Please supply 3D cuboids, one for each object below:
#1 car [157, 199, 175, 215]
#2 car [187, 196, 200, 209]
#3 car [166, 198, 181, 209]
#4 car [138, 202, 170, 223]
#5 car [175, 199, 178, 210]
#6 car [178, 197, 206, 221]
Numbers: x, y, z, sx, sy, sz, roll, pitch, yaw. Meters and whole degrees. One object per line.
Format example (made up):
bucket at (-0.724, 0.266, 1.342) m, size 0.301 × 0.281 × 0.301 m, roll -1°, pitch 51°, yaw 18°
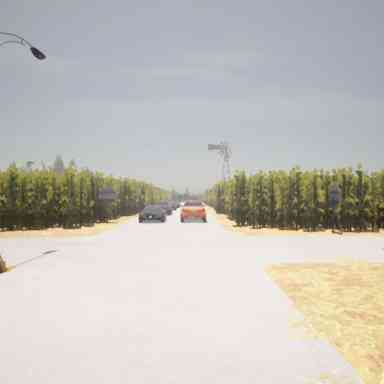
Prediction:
car at (-3.132, 1.706, 36.165) m, size 1.837 × 1.490 × 4.892 m, roll 0°, pitch 0°, yaw 0°
car at (0.201, 1.833, 58.523) m, size 2.150 × 2.045 × 5.566 m, roll 0°, pitch -1°, yaw 0°
car at (-3.066, 1.891, 55.494) m, size 2.097 × 1.767 × 4.553 m, roll 0°, pitch -1°, yaw 1°
car at (-3.151, 1.736, 27.298) m, size 1.994 × 1.385 × 4.181 m, roll 0°, pitch -1°, yaw 0°
car at (-3.110, 1.776, 45.631) m, size 2.128 × 1.511 × 4.902 m, roll 0°, pitch -1°, yaw 0°
car at (0.125, 1.539, 28.887) m, size 2.097 × 1.767 × 4.553 m, roll 0°, pitch 0°, yaw 0°
